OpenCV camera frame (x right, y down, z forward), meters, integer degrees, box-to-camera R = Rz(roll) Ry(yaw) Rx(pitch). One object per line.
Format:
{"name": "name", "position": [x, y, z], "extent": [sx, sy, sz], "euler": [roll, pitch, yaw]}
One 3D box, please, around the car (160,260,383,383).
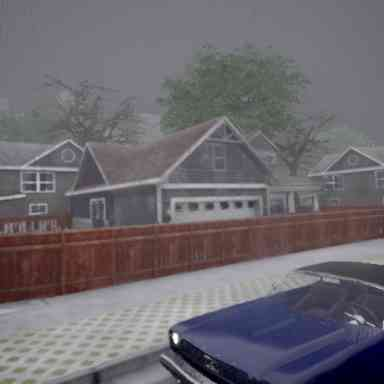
{"name": "car", "position": [1.971, 1.723, 4.483], "extent": [4.718, 1.301, 1.895], "euler": [0, -3, -36]}
